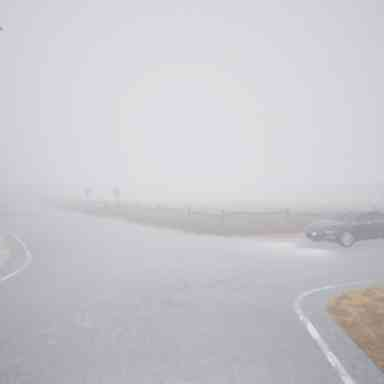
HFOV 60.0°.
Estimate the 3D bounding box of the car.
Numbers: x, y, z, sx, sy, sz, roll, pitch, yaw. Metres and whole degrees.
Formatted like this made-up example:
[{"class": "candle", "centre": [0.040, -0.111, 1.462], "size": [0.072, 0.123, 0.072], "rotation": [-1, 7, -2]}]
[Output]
[{"class": "car", "centre": [7.302, 1.532, 15.096], "size": [4.892, 1.490, 1.837], "rotation": [0, 0, -27]}]
